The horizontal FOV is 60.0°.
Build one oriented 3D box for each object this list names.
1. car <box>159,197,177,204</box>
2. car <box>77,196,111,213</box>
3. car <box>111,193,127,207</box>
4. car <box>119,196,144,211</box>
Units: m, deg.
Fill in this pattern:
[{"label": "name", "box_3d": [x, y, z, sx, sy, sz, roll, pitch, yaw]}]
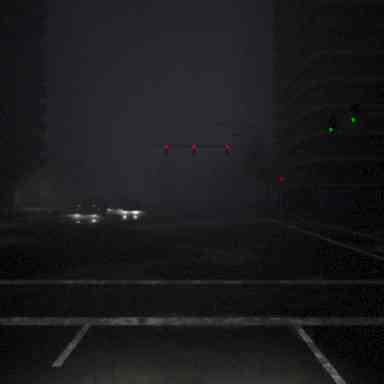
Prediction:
[{"label": "car", "box_3d": [-4.608, 1.508, 61.806, 1.895, 1.301, 4.718, 0, 0, -27]}, {"label": "car", "box_3d": [-10.577, 1.306, 35.460, 2.097, 1.767, 4.553, 0, 0, 0]}, {"label": "car", "box_3d": [-10.541, 1.160, 47.252, 2.150, 2.045, 5.566, 0, 0, 1]}, {"label": "car", "box_3d": [-7.048, 1.512, 40.413, 1.994, 1.385, 4.181, 0, 0, 1]}]
